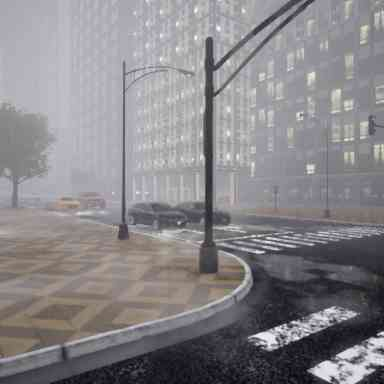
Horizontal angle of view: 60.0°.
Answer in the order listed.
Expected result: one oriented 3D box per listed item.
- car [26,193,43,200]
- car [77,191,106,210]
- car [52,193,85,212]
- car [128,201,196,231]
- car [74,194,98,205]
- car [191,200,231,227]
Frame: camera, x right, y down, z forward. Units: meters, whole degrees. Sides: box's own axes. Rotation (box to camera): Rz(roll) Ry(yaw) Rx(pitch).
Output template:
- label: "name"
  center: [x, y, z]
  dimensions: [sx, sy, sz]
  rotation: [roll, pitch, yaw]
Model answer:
- label: "car"
  center: [-22.531, 0.739, 47.357]
  dimensions: [1.812, 1.442, 4.674]
  rotation: [0, 0, -37]
- label: "car"
  center: [-11.783, 0.919, 38.213]
  dimensions: [2.150, 2.045, 5.566]
  rotation: [0, 0, -37]
- label: "car"
  center: [-13.107, 1.179, 34.545]
  dimensions: [1.882, 1.535, 5.008]
  rotation: [0, 0, -37]
- label: "car"
  center: [-2.124, 1.353, 19.786]
  dimensions: [1.837, 1.490, 4.892]
  rotation: [0, 2, -37]
- label: "car"
  center: [-15.860, 1.089, 49.449]
  dimensions: [1.882, 1.535, 5.008]
  rotation: [0, 0, -37]
- label: "car"
  center: [0.448, 1.345, 21.775]
  dimensions: [1.882, 1.535, 5.008]
  rotation: [0, 1, -37]
